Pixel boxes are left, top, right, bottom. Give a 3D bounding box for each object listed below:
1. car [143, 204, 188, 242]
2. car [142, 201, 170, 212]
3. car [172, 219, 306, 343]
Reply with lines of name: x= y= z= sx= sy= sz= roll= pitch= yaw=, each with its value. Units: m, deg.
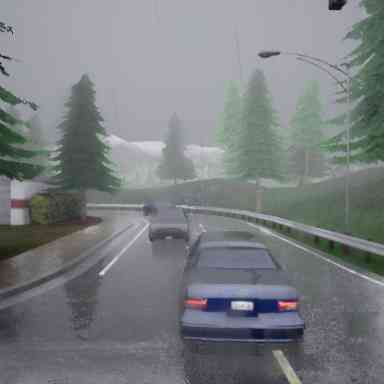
car: x=-1.033 y=1.519 z=16.492 sx=2.033 sy=1.411 sz=5.357 roll=0 pitch=0 yaw=-2
car: x=-2.752 y=1.501 z=28.583 sx=2.033 sy=1.411 sz=5.357 roll=0 pitch=0 yaw=-25
car: x=0.782 y=1.535 z=6.866 sx=2.033 sy=1.411 sz=5.357 roll=0 pitch=0 yaw=3
